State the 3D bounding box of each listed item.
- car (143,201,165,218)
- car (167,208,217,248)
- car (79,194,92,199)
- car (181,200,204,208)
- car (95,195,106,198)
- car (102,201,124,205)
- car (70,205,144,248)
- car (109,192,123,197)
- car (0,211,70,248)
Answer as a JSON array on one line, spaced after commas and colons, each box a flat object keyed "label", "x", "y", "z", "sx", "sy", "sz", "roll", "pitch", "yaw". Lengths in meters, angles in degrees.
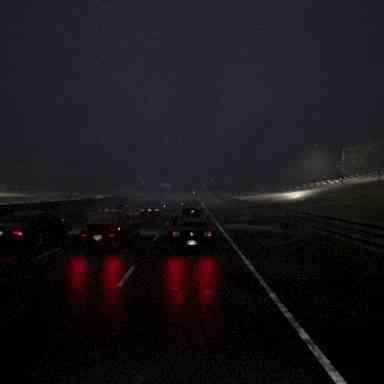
[{"label": "car", "x": -3.467, "y": 1.508, "z": 29.623, "sx": 2.033, "sy": 1.411, "sz": 5.357, "roll": 0, "pitch": 0, "yaw": 0}, {"label": "car", "x": 0.001, "y": 1.597, "z": 14.674, "sx": 1.895, "sy": 1.301, "sz": 4.718, "roll": 0, "pitch": 0, "yaw": 0}, {"label": "car", "x": -24.256, "y": 1.283, "z": 75.954, "sx": 1.882, "sy": 1.535, "sz": 5.008, "roll": 0, "pitch": 0, "yaw": 0}, {"label": "car", "x": 0.033, "y": 1.430, "z": 29.610, "sx": 1.882, "sy": 1.535, "sz": 5.008, "roll": 0, "pitch": 0, "yaw": 0}, {"label": "car", "x": -20.756, "y": 1.329, "z": 75.937, "sx": 1.812, "sy": 1.442, "sz": 4.674, "roll": 0, "pitch": 0, "yaw": 0}, {"label": "car", "x": -6.967, "y": 1.509, "z": 29.636, "sx": 2.033, "sy": 1.411, "sz": 5.357, "roll": 0, "pitch": 0, "yaw": 0}, {"label": "car", "x": -3.499, "y": 1.514, "z": 14.646, "sx": 1.812, "sy": 1.442, "sz": 4.674, "roll": 0, "pitch": 0, "yaw": 0}, {"label": "car", "x": -17.256, "y": 1.030, "z": 75.890, "sx": 2.150, "sy": 2.045, "sz": 5.566, "roll": 0, "pitch": 0, "yaw": 0}, {"label": "car", "x": -6.999, "y": 1.544, "z": 14.648, "sx": 2.033, "sy": 1.411, "sz": 5.357, "roll": 0, "pitch": 0, "yaw": 0}]
